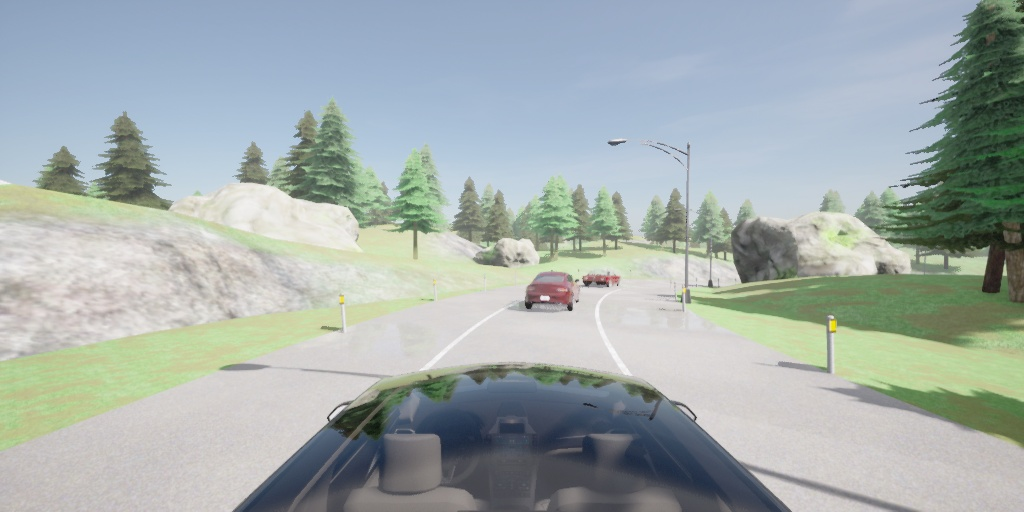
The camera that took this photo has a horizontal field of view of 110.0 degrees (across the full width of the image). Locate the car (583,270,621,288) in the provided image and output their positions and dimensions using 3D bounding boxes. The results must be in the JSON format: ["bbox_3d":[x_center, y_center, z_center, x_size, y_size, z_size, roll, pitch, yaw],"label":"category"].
[{"bbox_3d":[6.979,1.712,27.501,1.895,1.301,4.718,1,-1,30],"label":"car"}]

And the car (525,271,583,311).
[{"bbox_3d":[1.763,1.353,14.899,1.812,1.442,4.674,1,-1,15],"label":"car"}]
